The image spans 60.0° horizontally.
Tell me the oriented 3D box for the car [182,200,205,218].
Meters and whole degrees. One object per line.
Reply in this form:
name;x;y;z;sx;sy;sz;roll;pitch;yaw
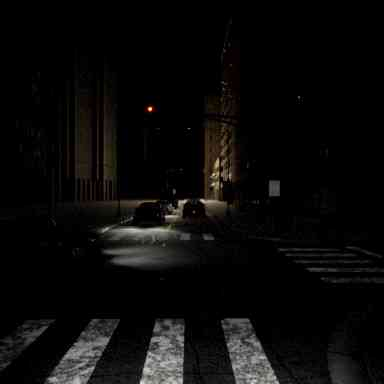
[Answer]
car;0.167;1.479;29.789;1.882;1.535;5.008;0;0;0

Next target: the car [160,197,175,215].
car;-3.034;1.527;34.401;1.812;1.442;4.674;0;0;0

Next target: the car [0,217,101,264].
car;-5.332;1.530;10.593;4.674;1.442;1.812;1;0;-22

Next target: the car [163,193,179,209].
car;-2.999;1.222;45.111;2.150;2.045;5.566;0;0;1

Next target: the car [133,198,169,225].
car;-3.052;1.479;24.437;1.882;1.535;5.008;0;0;0
